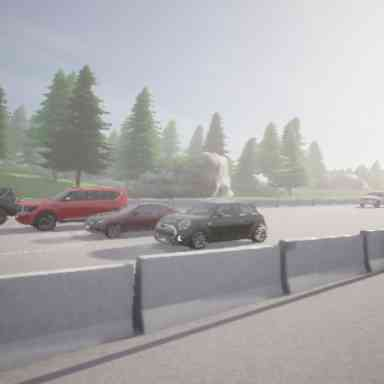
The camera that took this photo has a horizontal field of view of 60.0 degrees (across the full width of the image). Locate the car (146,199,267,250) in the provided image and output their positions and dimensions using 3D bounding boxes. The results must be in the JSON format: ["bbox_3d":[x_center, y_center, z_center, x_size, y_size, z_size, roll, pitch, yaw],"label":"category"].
[{"bbox_3d":[0.815,1.110,13.064,4.553,1.767,2.097,0,1,-35],"label":"car"}]

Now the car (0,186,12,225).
[{"bbox_3d":[-11.755,0.663,17.010,5.566,2.045,2.150,0,1,-35],"label":"car"}]

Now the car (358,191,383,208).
[{"bbox_3d":[23.220,0.897,41.797,5.566,2.045,2.150,0,1,-35],"label":"car"}]

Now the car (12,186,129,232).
[{"bbox_3d":[-5.780,0.779,16.961,5.566,2.045,2.150,0,1,-35],"label":"car"}]

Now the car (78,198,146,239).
[{"bbox_3d":[-2.399,1.184,15.080,4.674,1.442,1.812,0,1,-35],"label":"car"}]
